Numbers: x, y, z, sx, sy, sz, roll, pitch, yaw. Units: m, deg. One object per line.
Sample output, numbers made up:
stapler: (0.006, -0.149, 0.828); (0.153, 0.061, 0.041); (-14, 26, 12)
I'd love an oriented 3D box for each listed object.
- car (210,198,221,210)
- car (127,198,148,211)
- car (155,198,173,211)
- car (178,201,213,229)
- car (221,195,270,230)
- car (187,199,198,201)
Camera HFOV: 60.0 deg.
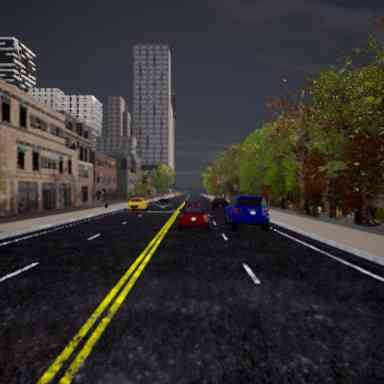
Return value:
car: (3.341, 1.442, 41.546); (1.882, 1.535, 5.008); (0, 0, 0)
car: (-6.582, 1.443, 40.387); (1.882, 1.535, 5.008); (0, 0, 0)
car: (-3.332, 1.491, 40.403); (1.812, 1.442, 4.674); (0, 0, 0)
car: (0.096, 1.548, 21.677); (1.994, 1.385, 4.181); (0, 0, 0)
car: (3.350, 1.208, 20.955); (2.150, 2.045, 5.566); (0, 0, 0)
car: (0.091, 1.530, 40.498); (1.994, 1.385, 4.181); (0, 0, 0)
